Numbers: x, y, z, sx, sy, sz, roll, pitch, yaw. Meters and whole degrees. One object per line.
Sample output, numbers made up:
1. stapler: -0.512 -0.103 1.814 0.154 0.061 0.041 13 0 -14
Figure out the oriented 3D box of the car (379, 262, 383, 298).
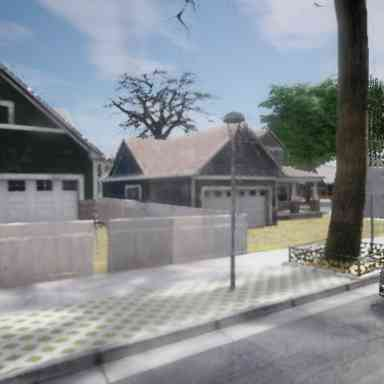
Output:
1. car: 6.012 1.593 7.332 4.902 1.511 2.128 1 -1 -35
